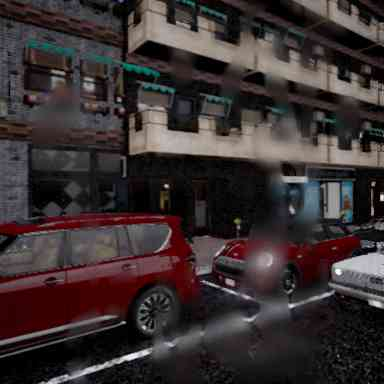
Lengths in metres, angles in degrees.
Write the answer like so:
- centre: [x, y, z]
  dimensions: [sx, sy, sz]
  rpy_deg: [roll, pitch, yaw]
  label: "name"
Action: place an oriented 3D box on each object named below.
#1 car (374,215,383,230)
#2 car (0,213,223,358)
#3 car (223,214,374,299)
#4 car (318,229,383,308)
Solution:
- centre: [7.081, 1.483, 11.612]
  dimensions: [4.403, 1.369, 2.008]
  rpy_deg: [0, 0, -35]
  label: "car"
- centre: [-2.199, 1.309, 4.999]
  dimensions: [5.009, 1.841, 2.192]
  rpy_deg: [0, 0, -35]
  label: "car"
- centre: [2.441, 1.403, 8.306]
  dimensions: [4.097, 1.590, 1.967]
  rpy_deg: [0, 0, -35]
  label: "car"
- centre: [4.896, 1.557, 6.870]
  dimensions: [4.718, 1.301, 1.895]
  rpy_deg: [0, 0, -35]
  label: "car"
